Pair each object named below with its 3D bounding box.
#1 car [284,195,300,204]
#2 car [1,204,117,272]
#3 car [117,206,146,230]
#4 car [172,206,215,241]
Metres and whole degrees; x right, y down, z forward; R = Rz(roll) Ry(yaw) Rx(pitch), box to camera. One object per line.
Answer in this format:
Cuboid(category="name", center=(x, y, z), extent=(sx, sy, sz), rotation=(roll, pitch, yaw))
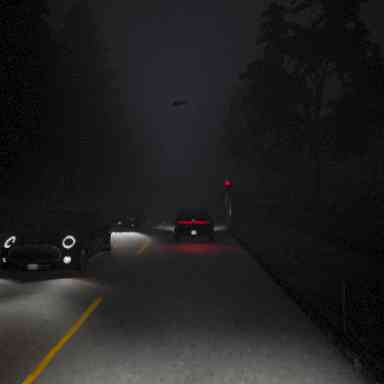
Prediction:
Cuboid(category="car", center=(15.726, 1.216, 53.250), extent=(1.994, 1.381, 4.181), rotation=(0, 0, 0))
Cuboid(category="car", center=(-4.101, 1.336, 10.818), extent=(2.097, 1.767, 4.553), rotation=(0, 0, 0))
Cuboid(category="car", center=(-4.022, 1.534, 20.446), extent=(1.994, 1.385, 4.181), rotation=(0, 0, 0))
Cuboid(category="car", center=(0.080, 1.480, 16.660), extent=(1.837, 1.490, 4.892), rotation=(0, 0, 0))
